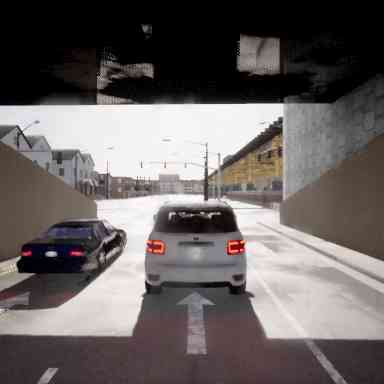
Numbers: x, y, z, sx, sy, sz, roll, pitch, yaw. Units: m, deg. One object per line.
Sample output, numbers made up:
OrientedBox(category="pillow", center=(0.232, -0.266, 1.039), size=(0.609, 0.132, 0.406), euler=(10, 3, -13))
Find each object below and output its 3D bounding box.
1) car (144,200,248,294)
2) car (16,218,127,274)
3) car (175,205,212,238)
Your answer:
OrientedBox(category="car", center=(0.083, 1.221, 8.911), size=(2.150, 2.045, 5.566), euler=(0, 0, 0))
OrientedBox(category="car", center=(-3.409, 1.548, 10.527), size=(2.033, 1.411, 5.357), euler=(0, 0, 0))
OrientedBox(category="car", center=(0.059, 1.526, 18.475), size=(1.812, 1.442, 4.674), euler=(0, 0, 0))
